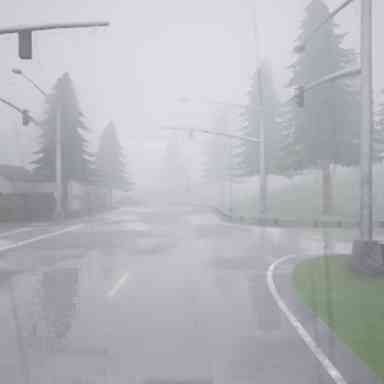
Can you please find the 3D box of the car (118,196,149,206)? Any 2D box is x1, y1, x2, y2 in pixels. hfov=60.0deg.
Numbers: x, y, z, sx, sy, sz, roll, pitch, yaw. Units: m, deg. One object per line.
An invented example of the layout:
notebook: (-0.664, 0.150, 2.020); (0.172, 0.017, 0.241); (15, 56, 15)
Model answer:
car: (-8.710, 1.279, 49.503); (5.008, 1.535, 1.882); (0, -1, 26)
